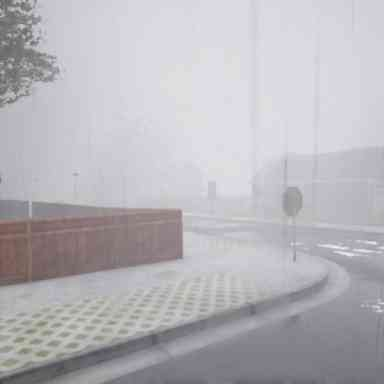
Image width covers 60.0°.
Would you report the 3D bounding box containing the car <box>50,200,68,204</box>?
[{"bbox_3d":[-18.795,1.823,46.742,1.895,1.301,4.718,-1,0,-36],"label":"car"}]
